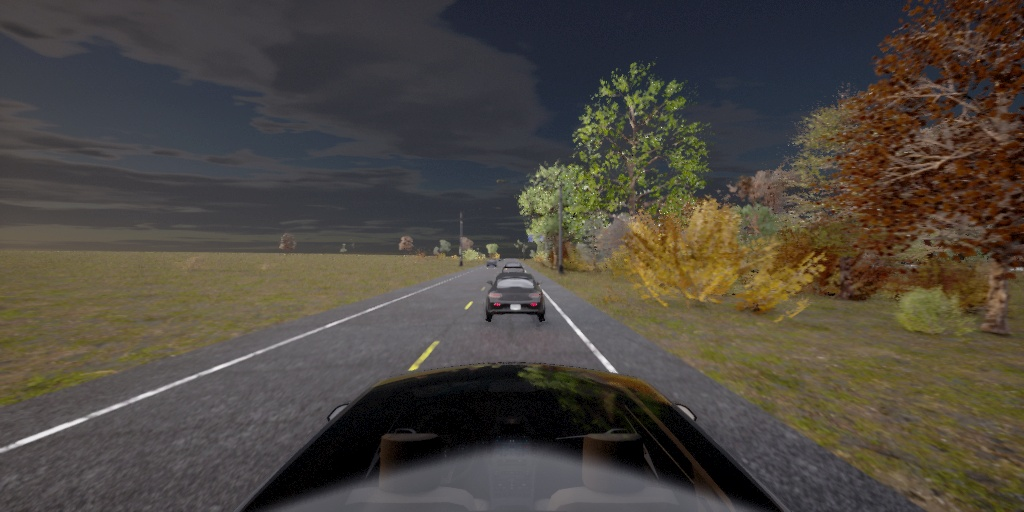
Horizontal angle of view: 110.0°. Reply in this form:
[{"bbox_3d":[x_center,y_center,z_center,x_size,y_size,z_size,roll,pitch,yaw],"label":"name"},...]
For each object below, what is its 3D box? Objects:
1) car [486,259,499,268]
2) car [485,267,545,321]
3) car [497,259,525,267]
[{"bbox_3d":[-3.521,1.311,63.075,2.033,1.411,5.357,0,0,1],"label":"car"},{"bbox_3d":[0.102,1.277,12.392,1.812,1.442,4.674,0,0,0],"label":"car"},{"bbox_3d":[0.103,1.245,30.353,2.128,1.511,4.902,0,0,0],"label":"car"}]
